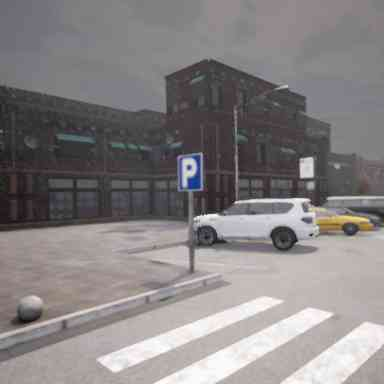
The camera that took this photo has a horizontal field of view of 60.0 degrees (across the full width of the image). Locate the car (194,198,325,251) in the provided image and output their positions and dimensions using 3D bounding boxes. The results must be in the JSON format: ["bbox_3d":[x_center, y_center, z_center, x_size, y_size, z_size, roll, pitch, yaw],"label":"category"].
[{"bbox_3d":[2.642,1.334,14.667,5.566,2.045,2.435,-2,-1,26],"label":"car"}]

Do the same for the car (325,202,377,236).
[{"bbox_3d":[7.169,1.548,18.751,5.366,1.575,1.946,-2,-1,26],"label":"car"}]

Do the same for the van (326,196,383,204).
[{"bbox_3d":[11.219,1.307,23.049,4.442,1.987,1.878,-2,-1,26],"label":"van"}]

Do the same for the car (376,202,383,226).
[{"bbox_3d":[9.164,1.583,20.921,4.674,1.452,2.002,-2,-2,26],"label":"car"}]
